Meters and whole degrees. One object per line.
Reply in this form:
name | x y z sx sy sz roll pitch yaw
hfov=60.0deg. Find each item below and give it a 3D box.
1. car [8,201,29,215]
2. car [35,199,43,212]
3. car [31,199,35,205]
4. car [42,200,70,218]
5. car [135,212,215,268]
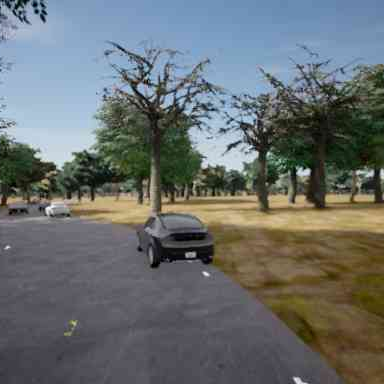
car | -19.720 1.765 37.881 1.882 1.535 5.008 -1 0 -28
car | -19.481 1.818 44.553 2.128 1.511 4.902 0 0 -27
car | -36.325 2.232 77.774 2.033 1.411 5.357 0 0 -17
car | -13.363 1.711 33.068 1.812 1.442 4.674 0 0 -31
car | -0.733 1.449 11.248 1.837 1.490 4.892 0 0 -17
